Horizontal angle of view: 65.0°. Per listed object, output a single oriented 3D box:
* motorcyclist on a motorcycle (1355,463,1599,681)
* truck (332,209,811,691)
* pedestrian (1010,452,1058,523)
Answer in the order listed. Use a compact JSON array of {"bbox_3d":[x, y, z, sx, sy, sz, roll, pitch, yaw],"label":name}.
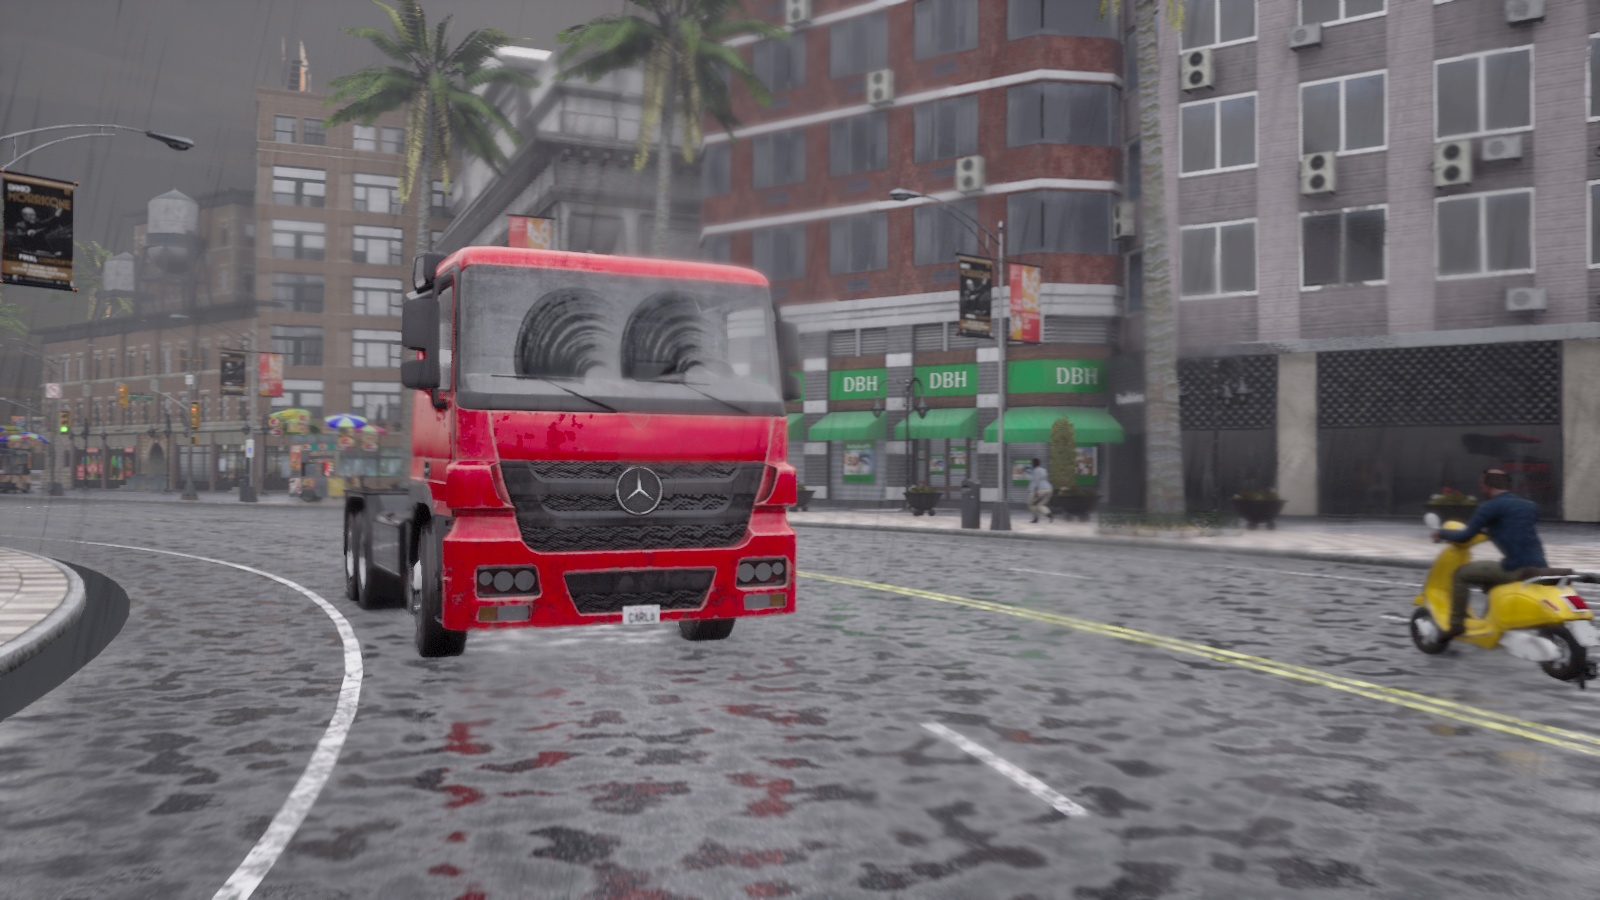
[{"bbox_3d":[5.501,0.909,10.177,0.866,1.590,1.817,0,-1,-15],"label":"motorcyclist on a motorcycle"},{"bbox_3d":[-2.968,0.070,13.217,2.891,3.462,7.936,0,-1,-26],"label":"truck"},{"bbox_3d":[6.245,0.999,33.478,0.874,1.855,0.900,1,-1,-43],"label":"pedestrian"}]
